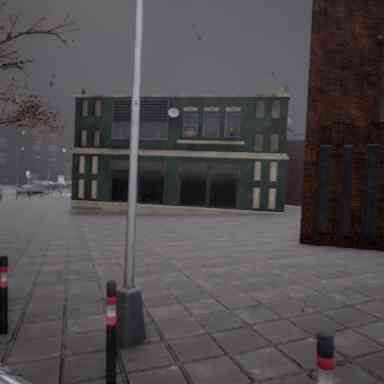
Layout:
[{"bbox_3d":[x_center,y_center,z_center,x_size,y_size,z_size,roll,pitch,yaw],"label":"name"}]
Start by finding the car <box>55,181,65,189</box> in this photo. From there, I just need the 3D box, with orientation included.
[{"bbox_3d":[-28.204,-1.338,65.310,5.008,1.535,2.097,3,2,20],"label":"car"}]

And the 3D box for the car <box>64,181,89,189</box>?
[{"bbox_3d":[-25.401,-1.547,73.093,4.892,1.521,2.231,3,3,20],"label":"car"}]

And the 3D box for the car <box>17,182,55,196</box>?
[{"bbox_3d":[-21.505,-0.265,45.163,2.128,1.511,4.902,3,2,14],"label":"car"}]

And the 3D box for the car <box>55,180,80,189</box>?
[{"bbox_3d":[-26.297,-1.600,70.478,4.553,1.767,2.185,3,3,20],"label":"car"}]

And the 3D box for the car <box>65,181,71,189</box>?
[{"bbox_3d":[-27.265,-1.367,67.901,4.674,1.452,2.002,3,3,20],"label":"car"}]
